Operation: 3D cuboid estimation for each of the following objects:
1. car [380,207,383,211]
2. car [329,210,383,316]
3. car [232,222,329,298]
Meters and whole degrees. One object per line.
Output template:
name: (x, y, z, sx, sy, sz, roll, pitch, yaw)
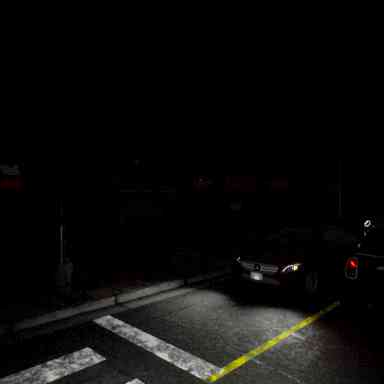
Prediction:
car: (9.804, 1.435, 15.798, 2.097, 1.767, 4.553, -1, -1, 45)
car: (4.772, 1.379, 6.673, 2.097, 1.767, 4.553, -1, -1, 45)
car: (2.986, 1.572, 8.920, 1.812, 1.442, 4.674, 0, -1, 43)
